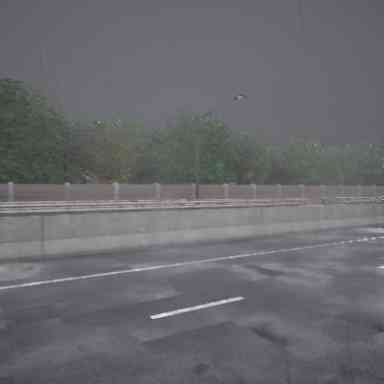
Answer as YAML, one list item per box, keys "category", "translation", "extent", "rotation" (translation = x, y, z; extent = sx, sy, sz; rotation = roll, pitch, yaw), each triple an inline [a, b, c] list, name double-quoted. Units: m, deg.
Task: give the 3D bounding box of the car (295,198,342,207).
- category: "car"
  translation: [10.335, 1.282, 27.234]
  extent: [4.553, 1.767, 2.097]
  rotation: [0, 0, -32]
